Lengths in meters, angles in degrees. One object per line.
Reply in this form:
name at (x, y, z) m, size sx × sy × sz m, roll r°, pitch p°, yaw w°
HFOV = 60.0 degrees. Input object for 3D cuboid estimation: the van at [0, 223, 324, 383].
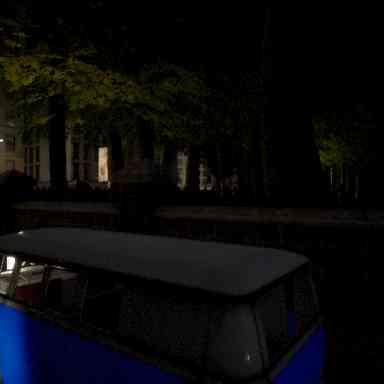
van at (-0.749, 1.341, 3.395) m, size 3.998 × 1.788 × 1.690 m, roll 0°, pitch 0°, yaw 36°
